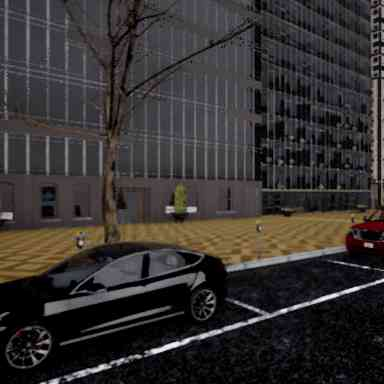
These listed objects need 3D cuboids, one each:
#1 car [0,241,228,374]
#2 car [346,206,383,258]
[{"bbox_3d":[-1.308,1.578,5.632,4.313,1.339,1.947,0,0,-36],"label":"car"},{"bbox_3d":[7.677,1.392,12.058,5.009,1.841,2.192,0,0,-36],"label":"car"}]
